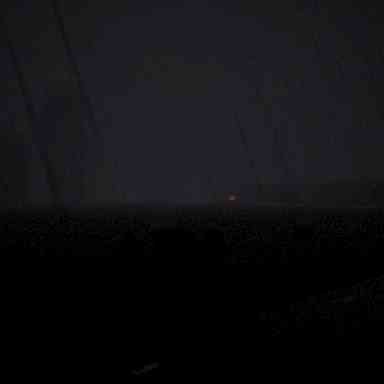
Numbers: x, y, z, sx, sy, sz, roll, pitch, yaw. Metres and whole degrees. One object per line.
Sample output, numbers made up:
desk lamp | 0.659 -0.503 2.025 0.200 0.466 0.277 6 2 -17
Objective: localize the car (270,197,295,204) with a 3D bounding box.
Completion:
car | 17.103 1.614 63.319 1.895 1.301 4.718 -1 0 -36

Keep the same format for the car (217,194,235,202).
car | 7.766 1.255 76.039 2.097 1.767 4.553 -1 0 -36
